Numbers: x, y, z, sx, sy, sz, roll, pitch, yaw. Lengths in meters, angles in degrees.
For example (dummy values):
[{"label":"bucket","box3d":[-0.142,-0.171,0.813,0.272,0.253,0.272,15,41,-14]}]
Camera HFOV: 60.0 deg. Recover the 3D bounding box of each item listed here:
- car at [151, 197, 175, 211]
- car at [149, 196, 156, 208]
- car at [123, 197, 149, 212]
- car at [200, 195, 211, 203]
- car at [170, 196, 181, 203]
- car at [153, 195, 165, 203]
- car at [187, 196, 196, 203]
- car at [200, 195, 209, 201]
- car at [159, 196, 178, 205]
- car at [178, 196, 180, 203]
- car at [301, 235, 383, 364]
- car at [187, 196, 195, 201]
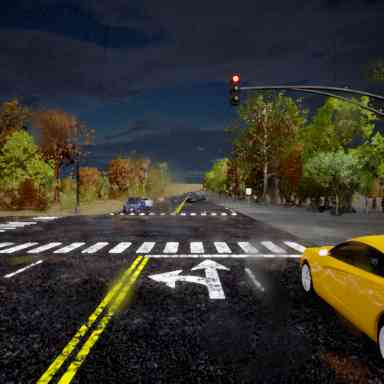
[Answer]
[{"label":"car","box3d":[-3.463,1.603,40.085,1.895,1.301,4.718,0,0,0]},{"label":"car","box3d":[-6.742,1.529,48.229,1.812,1.442,4.674,0,0,0]},{"label":"car","box3d":[-6.710,1.354,39.244,2.097,1.767,4.553,0,0,0]},{"label":"car","box3d":[3.073,1.506,71.529,2.128,1.511,4.902,0,0,0]},{"label":"car","box3d":[-3.444,1.546,69.621,2.033,1.411,5.357,0,0,0]},{"label":"car","box3d":[-6.703,1.486,67.747,1.882,1.535,5.008,0,0,0]},{"label":"car","box3d":[-0.094,1.572,69.003,1.994,1.385,4.181,0,0,0]},{"label":"car","box3d":[3.022,1.459,81.684,2.033,1.411,5.357,0,0,0]},{"label":"car","box3d":[-3.483,1.509,49.164,1.837,1.490,4.892,0,0,0]},{"label":"car","box3d":[-3.492,1.532,59.007,1.812,1.442,4.674,0,0,0]},{"label":"car","box3d":[3.347,1.444,5.450,1.882,1.535,5.008,0,1,0]},{"label":"car","box3d":[-0.228,1.608,82.020,1.895,1.301,4.718,0,0,0]}]
